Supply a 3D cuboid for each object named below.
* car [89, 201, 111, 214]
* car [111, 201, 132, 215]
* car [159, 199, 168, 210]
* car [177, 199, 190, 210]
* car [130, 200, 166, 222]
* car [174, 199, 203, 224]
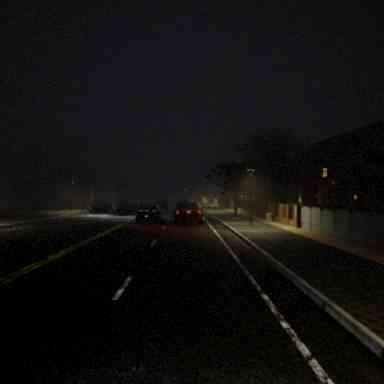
[{"bbox_3d":[-10.701,1.765,39.394,1.882,1.535,5.008,0,-1,-2],"label":"car"},{"bbox_3d":[-7.366,1.744,37.137,1.882,1.535,5.008,0,0,-2],"label":"car"},{"bbox_3d":[-4.484,1.821,48.652,1.882,1.535,5.008,0,0,-3],"label":"car"},{"bbox_3d":[-1.298,1.824,49.947,1.882,1.535,5.008,0,-1,-3],"label":"car"},{"bbox_3d":[-3.620,1.692,28.387,2.128,1.511,4.902,0,0,-2],"label":"car"},{"bbox_3d":[-0.310,1.534,26.438,2.097,1.767,4.553,0,0,-2],"label":"car"}]
